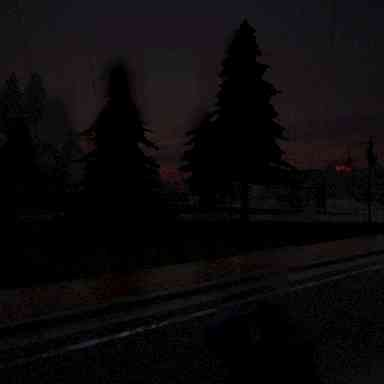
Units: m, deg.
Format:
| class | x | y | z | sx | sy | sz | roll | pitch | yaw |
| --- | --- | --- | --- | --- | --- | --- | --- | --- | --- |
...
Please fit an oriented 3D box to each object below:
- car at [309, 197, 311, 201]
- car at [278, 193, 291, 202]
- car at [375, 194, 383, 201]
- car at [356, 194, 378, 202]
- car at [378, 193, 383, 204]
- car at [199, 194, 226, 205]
| class | x | y | z | sx | sy | sz | roll | pitch | yaw |
| --- | --- | --- | --- | --- | --- | --- | --- | --- | --- |
| car | 21.932 | 1.344 | 68.612 | 2.152 | 1.636 | 5.027 | 0 | 0 | -36 |
| car | 19.409 | 1.353 | 66.748 | 2.007 | 1.523 | 4.514 | 0 | 0 | -36 |
| car | 44.191 | 1.311 | 75.015 | 2.007 | 1.523 | 4.514 | 0 | 0 | -36 |
| car | 36.032 | 1.333 | 69.245 | 1.845 | 1.501 | 3.633 | 0 | 0 | -36 |
| car | 32.653 | 1.398 | 53.332 | 1.970 | 1.475 | 3.806 | 0 | 0 | -36 |
| car | 3.482 | 1.340 | 58.544 | 2.150 | 2.045 | 5.566 | 0 | 0 | -36 |
